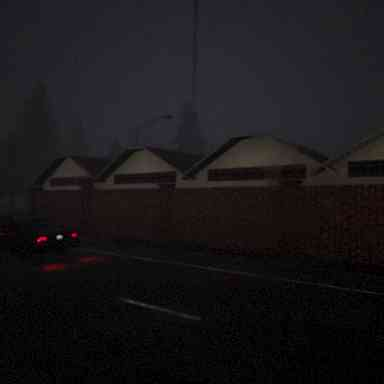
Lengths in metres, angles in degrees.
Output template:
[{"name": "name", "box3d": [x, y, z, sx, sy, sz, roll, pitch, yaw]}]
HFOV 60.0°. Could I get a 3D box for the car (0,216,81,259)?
[{"name": "car", "box3d": [-6.655, 1.640, 13.040, 5.357, 1.411, 2.033, 0, 0, 36]}]
